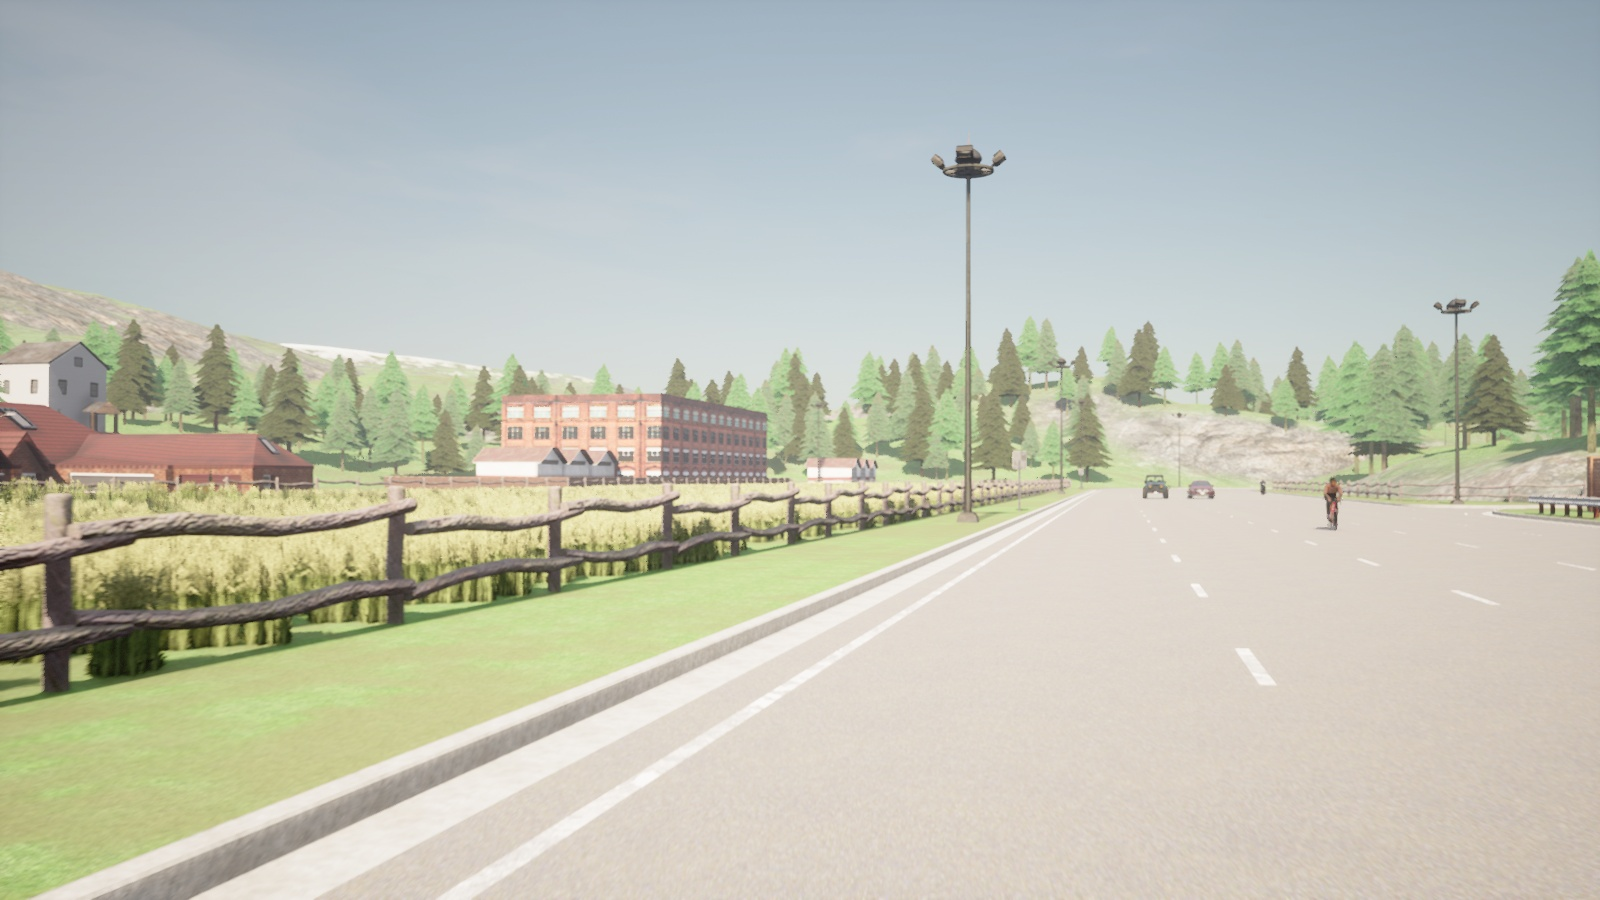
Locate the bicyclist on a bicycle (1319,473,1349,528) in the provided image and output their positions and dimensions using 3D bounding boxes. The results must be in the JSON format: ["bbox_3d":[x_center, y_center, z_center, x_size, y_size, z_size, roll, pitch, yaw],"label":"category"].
[{"bbox_3d":[16.264,1.519,38.291,0.582,1.620,1.656,-1,-1,14],"label":"bicyclist on a bicycle"}]
